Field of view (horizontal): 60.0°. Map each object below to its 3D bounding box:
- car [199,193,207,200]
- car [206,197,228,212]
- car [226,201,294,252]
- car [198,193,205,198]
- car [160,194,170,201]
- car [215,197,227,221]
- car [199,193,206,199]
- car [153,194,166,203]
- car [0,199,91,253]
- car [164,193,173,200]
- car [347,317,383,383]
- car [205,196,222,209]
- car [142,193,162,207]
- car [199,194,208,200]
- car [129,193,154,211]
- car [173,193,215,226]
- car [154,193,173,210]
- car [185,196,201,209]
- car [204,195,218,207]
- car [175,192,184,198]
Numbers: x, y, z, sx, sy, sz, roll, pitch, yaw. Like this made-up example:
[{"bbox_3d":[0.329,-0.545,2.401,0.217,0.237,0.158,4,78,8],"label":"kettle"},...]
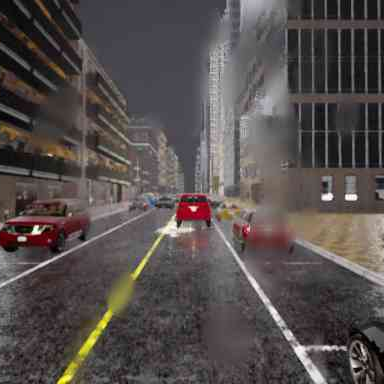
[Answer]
[{"bbox_3d":[2.672,1.083,81.867,1.887,1.381,4.507,1,0,0],"label":"car"},{"bbox_3d":[2.672,1.343,36.285,2.008,1.369,4.403,1,0,0],"label":"car"},{"bbox_3d":[2.675,1.363,13.494,1.967,1.590,4.097,1,0,0],"label":"car"},{"bbox_3d":[2.671,1.021,93.264,1.887,1.381,4.507,1,0,0],"label":"car"},{"bbox_3d":[-5.675,1.144,70.595,1.887,1.381,4.507,1,0,0],"label":"car"},{"bbox_3d":[2.673,1.382,25.060,1.752,1.417,4.829,1,0,0],"label":"car"},{"bbox_3d":[2.672,1.031,87.736,1.752,1.417,4.829,1,0,0],"label":"car"},{"bbox_3d":[-5.674,1.188,59.031,1.752,1.417,4.829,1,0,0],"label":"car"},{"bbox_3d":[-5.669,1.237,13.619,2.192,1.841,5.009,1,0,0],"label":"car"},{"bbox_3d":[-5.675,1.064,81.821,1.752,1.417,4.829,1,0,0],"label":"car"},{"bbox_3d":[2.672,1.553,2.099,1.947,1.339,4.313,1,0,0],"label":"car"},{"bbox_3d":[2.672,1.304,41.983,1.887,1.381,4.507,1,0,0],"label":"car"},{"bbox_3d":[-5.670,1.041,47.804,2.192,1.841,5.009,1,0,0],"label":"car"},{"bbox_3d":[2.671,1.151,76.169,1.802,1.307,4.206,1,0,0],"label":"car"},{"bbox_3d":[-5.672,1.231,36.410,1.967,1.590,4.097,1,0,0],"label":"car"},{"bbox_3d":[0.099,1.096,22.242,2.150,2.045,5.566,0,1,0],"label":"car"},{"bbox_3d":[-3.092,1.257,38.452,1.882,1.535,5.008,0,0,0],"label":"car"},{"bbox_3d":[0.100,1.265,41.848,1.837,1.490,4.892,0,0,0],"label":"car"},{"bbox_3d":[2.673,1.251,47.850,1.752,1.417,4.829,1,0,0],"label":"car"},{"bbox_3d":[-3.000,0.720,79.096,1.994,1.385,4.181,0,0,0],"label":"car"}]
